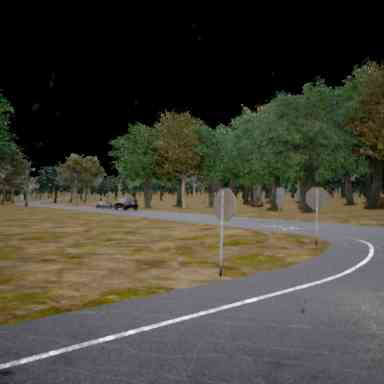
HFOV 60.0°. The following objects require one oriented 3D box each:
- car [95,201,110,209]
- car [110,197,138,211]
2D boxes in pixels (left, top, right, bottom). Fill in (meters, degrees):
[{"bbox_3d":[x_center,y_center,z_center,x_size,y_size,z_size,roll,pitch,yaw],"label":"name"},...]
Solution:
[{"bbox_3d":[-15.926,2.286,60.087,2.128,1.511,4.902,2,-2,-34],"label":"car"},{"bbox_3d":[-10.310,1.855,51.946,2.150,2.045,5.566,2,-2,-34],"label":"car"}]
